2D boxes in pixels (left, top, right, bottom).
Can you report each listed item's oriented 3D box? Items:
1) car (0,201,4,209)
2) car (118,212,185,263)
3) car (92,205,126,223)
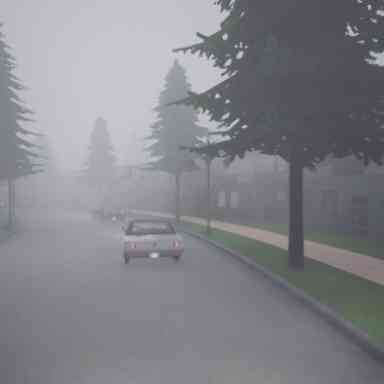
[{"bbox_3d":[-28.323,1.545,46.713,4.553,1.767,2.097,0,0,36],"label":"car"},{"bbox_3d":[-1.621,1.634,12.219,1.895,1.301,4.718,0,0,-13],"label":"car"},{"bbox_3d":[-6.765,1.683,26.690,1.895,1.301,4.718,0,0,-27],"label":"car"}]
